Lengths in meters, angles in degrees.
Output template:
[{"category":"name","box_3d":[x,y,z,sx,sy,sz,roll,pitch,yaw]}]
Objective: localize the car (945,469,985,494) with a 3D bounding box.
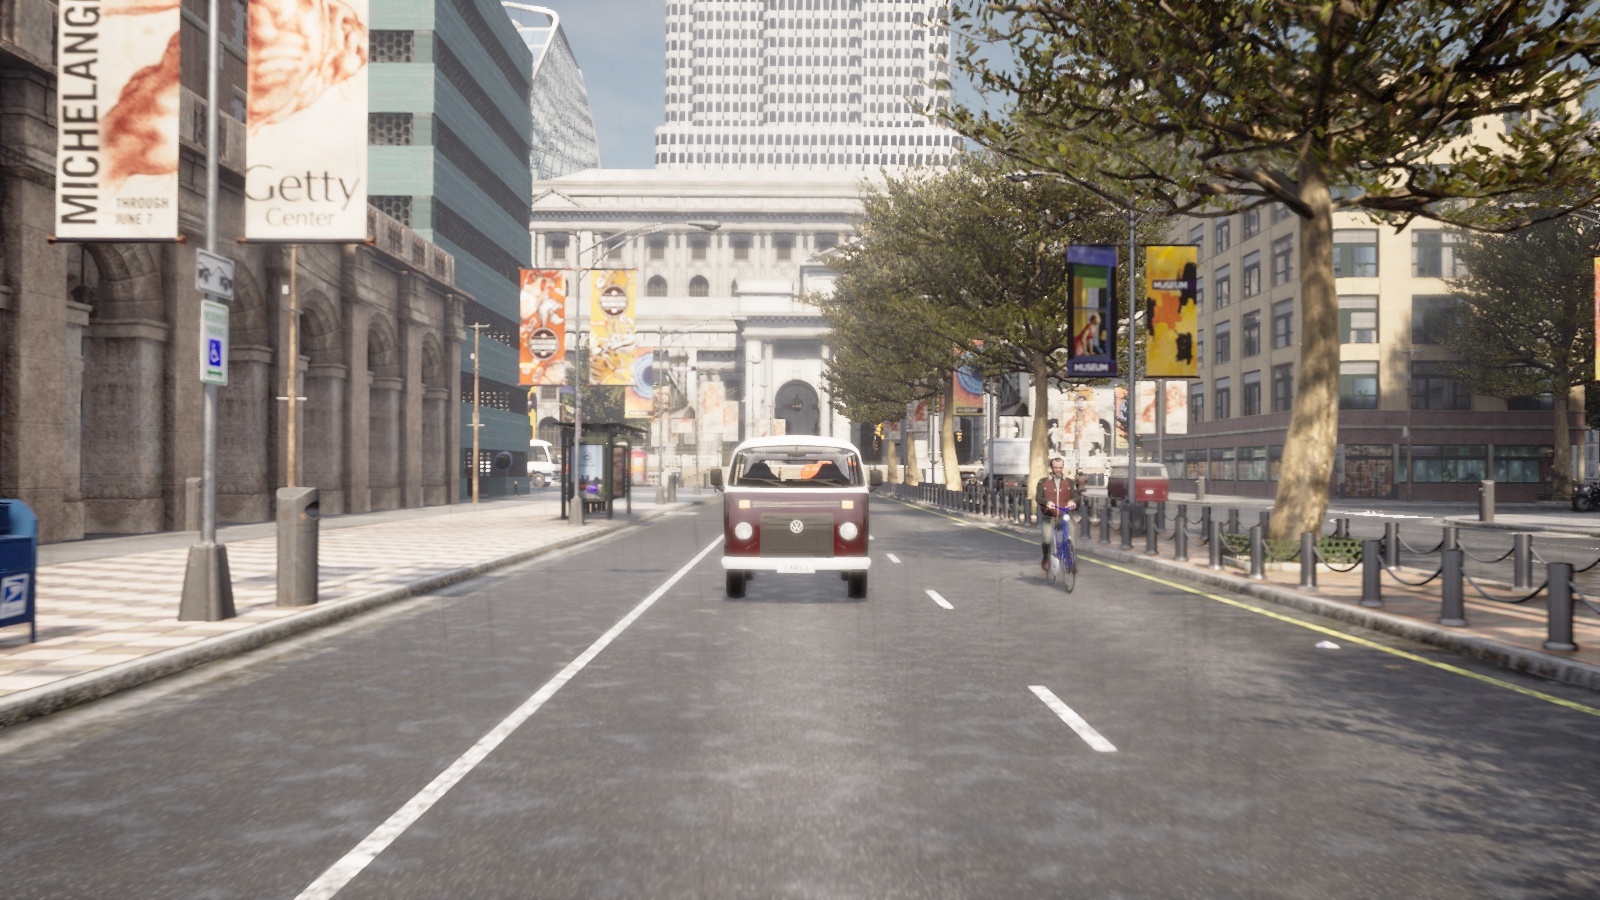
[{"category":"car","box_3d":[11.242,2.137,85.863,2.033,1.649,4.856,0,-1,0]}]

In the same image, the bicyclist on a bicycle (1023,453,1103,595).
[{"category":"bicyclist on a bicycle","box_3d":[3.459,0.950,16.656,0.659,1.776,1.843,0,-1,0]}]

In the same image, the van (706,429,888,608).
[{"category":"van","box_3d":[-0.042,0.815,16.559,2.069,2.038,4.480,0,-1,0]}]

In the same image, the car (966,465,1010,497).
[{"category":"car","box_3d":[11.316,1.855,75.800,1.932,1.855,4.605,0,-1,0]}]

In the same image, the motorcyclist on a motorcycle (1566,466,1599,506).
[{"category":"motorcyclist on a motorcycle","box_3d":[33.719,1.516,52.941,2.350,1.649,0.766,0,-1,-1]}]

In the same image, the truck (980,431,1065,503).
[{"category":"truck","box_3d":[11.338,0.871,64.723,2.891,3.462,7.936,0,-1,0]}]

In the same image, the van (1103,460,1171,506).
[{"category":"van","box_3d":[14.863,1.439,55.583,1.775,1.987,4.442,0,-1,0]}]
